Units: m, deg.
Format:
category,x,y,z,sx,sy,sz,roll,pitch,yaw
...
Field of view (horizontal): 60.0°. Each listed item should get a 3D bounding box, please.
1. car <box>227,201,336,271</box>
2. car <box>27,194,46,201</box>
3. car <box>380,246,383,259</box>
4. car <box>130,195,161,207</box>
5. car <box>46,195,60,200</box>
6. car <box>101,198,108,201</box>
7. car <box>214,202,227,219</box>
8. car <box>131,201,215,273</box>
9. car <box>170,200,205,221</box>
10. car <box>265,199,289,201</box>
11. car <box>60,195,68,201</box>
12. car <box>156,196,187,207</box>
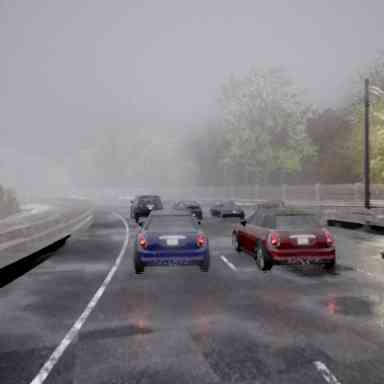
category,x,y,z,sx,sy,sz,roll,pitch,yaw
car,2.772,1.344,11.077,2.097,1.767,4.553,0,0,-6
car,-38.355,1.380,80.904,4.553,1.767,2.097,0,0,39
car,6.666,1.526,7.428,2.033,1.411,5.357,0,0,-4
car,-3.655,1.240,26.596,2.150,2.045,5.566,0,0,-14
car,-36.128,1.541,83.604,4.902,1.511,2.128,0,0,39
car,-17.229,1.483,69.152,1.895,1.301,4.718,0,0,-38
car,2.939,1.558,28.809,1.994,1.385,4.181,0,0,-14
car,-0.725,1.356,10.990,2.097,1.767,4.553,0,0,-6
car,-0.476,1.511,28.139,1.837,1.490,4.892,0,0,-14
car,8.553,1.315,34.939,1.812,1.442,4.674,0,0,-45
car,-33.866,1.552,86.294,4.674,1.442,1.812,0,0,41
car,-3.002,1.359,48.392,2.128,1.511,4.902,0,0,-37
